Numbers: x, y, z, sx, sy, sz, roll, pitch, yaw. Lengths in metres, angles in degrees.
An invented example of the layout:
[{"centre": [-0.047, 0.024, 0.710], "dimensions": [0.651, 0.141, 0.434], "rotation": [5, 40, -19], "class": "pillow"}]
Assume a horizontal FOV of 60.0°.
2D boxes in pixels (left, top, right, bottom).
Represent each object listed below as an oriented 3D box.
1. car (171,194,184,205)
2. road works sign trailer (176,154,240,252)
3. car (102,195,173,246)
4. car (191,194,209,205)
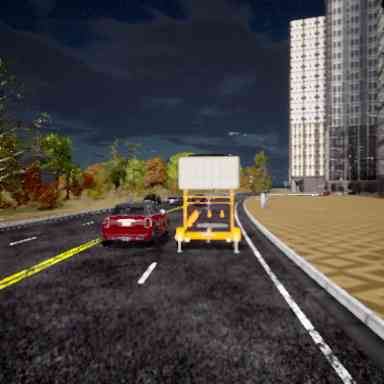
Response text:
[{"centre": [-2.197, 0.999, 45.679], "dimensions": [2.128, 1.511, 4.902], "rotation": [0, 0, 9], "class": "car"}, {"centre": [0.665, 0.315, 13.100], "dimensions": [2.380, 3.560, 2.880], "rotation": [0, 1, 5], "class": "road works sign trailer"}, {"centre": [-2.310, 1.203, 14.643], "dimensions": [2.097, 1.767, 4.553], "rotation": [0, 1, 4], "class": "car"}, {"centre": [1.129, 0.975, 44.922], "dimensions": [1.882, 1.535, 5.008], "rotation": [0, 0, 9], "class": "car"}]
